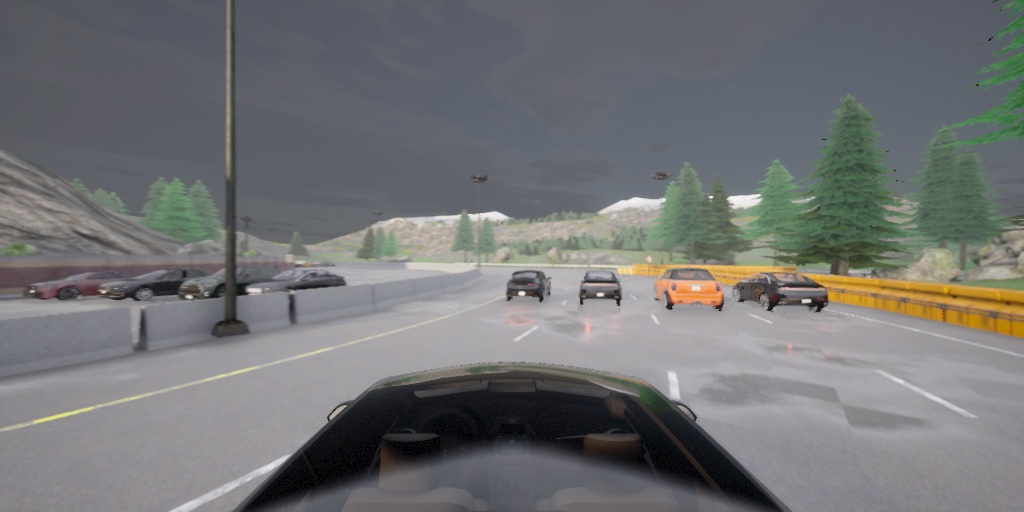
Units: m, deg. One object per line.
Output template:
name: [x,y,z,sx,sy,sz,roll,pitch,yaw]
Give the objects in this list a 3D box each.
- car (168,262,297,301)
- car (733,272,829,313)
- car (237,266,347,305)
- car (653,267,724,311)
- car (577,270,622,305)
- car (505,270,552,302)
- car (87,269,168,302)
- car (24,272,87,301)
car: [-13.740,1.260,18.068,2.097,1.767,4.553,0,-1,15]
car: [11.029,1.414,15.105,2.128,1.511,4.902,0,0,14]
car: [-10.275,1.411,17.456,2.128,1.511,4.902,0,-1,15]
car: [7.630,1.286,15.957,2.097,1.767,4.553,0,-1,14]
car: [4.237,1.446,17.476,2.128,1.511,4.902,0,0,12]
car: [0.942,1.476,18.806,1.837,1.490,4.892,0,0,12]
car: [-17.335,1.399,18.141,1.837,1.490,4.892,1,-1,16]
car: [-21.038,1.444,18.082,1.994,1.385,4.181,0,-1,18]
